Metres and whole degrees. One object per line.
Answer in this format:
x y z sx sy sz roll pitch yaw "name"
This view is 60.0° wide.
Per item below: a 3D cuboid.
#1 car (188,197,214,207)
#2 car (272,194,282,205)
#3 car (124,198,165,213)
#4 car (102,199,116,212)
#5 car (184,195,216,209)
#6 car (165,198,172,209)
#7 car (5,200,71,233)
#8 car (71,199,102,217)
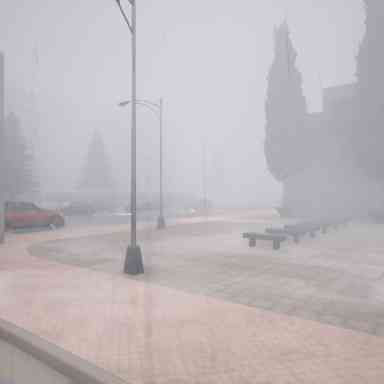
1.464 1.564 51.329 1.994 1.385 4.181 0 0 38 "car"
16.371 1.564 58.933 1.994 1.385 4.181 0 0 38 "car"
-5.469 1.564 36.640 1.994 1.385 4.181 0 0 38 "car"
-10.454 1.491 35.918 2.128 1.511 4.902 0 0 38 "car"
0.873 1.505 44.860 1.837 1.490 4.892 0 0 38 "car"
-4.688 1.505 43.390 1.837 1.490 4.892 0 0 38 "car"
-9.786 1.352 19.255 2.097 1.767 4.553 0 0 38 "car"
-10.774 1.526 29.736 1.812 1.442 4.674 0 0 37 "car"
